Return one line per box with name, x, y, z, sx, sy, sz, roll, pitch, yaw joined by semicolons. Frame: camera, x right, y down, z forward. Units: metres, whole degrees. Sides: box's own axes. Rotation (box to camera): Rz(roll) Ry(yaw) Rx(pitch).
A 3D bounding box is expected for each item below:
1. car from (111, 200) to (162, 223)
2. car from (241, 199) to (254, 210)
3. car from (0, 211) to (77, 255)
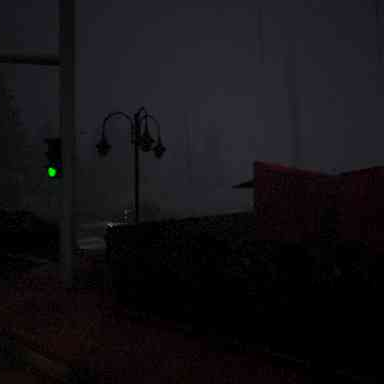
car;-4.616;1.531;27.930;2.097;1.767;4.553;0;0;36
car;8.554;1.655;46.128;1.882;1.535;5.008;0;-1;36
car;-6.760;1.489;12.815;2.097;1.767;4.553;0;0;36
